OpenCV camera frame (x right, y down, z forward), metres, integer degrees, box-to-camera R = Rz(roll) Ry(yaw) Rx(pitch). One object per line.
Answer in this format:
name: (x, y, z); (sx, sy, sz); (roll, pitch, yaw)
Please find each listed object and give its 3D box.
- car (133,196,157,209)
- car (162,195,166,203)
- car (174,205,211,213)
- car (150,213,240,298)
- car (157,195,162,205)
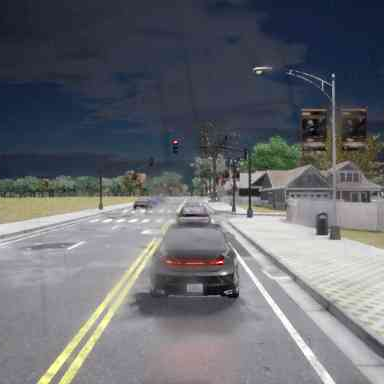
car: (-6.621, 1.556, 45.537); (2.033, 1.411, 5.357); (0, 0, 4)
car: (-6.577, 1.358, 68.291); (2.097, 1.767, 4.553); (0, 0, 0)
car: (0.056, 1.501, 18.770); (2.128, 1.511, 4.902); (0, 0, -2)
car: (0.075, 1.510, 8.500); (1.837, 1.490, 4.892); (0, 0, 1)
car: (-6.642, 1.481, 55.635); (1.882, 1.535, 5.008); (0, 0, 0)
